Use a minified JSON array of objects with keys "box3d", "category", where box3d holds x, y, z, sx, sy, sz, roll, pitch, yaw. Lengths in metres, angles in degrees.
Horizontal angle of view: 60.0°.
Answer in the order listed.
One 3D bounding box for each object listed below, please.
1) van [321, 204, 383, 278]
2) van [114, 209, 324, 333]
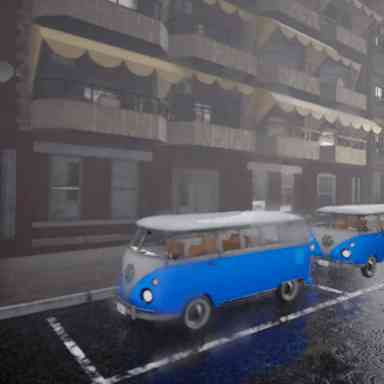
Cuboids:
[{"box3d":[5.083,1.277,9.723,3.998,1.788,1.690,0,2,-36],"category":"van"},{"box3d":[0.588,1.314,6.498,3.998,1.788,1.690,-1,2,-36],"category":"van"}]
